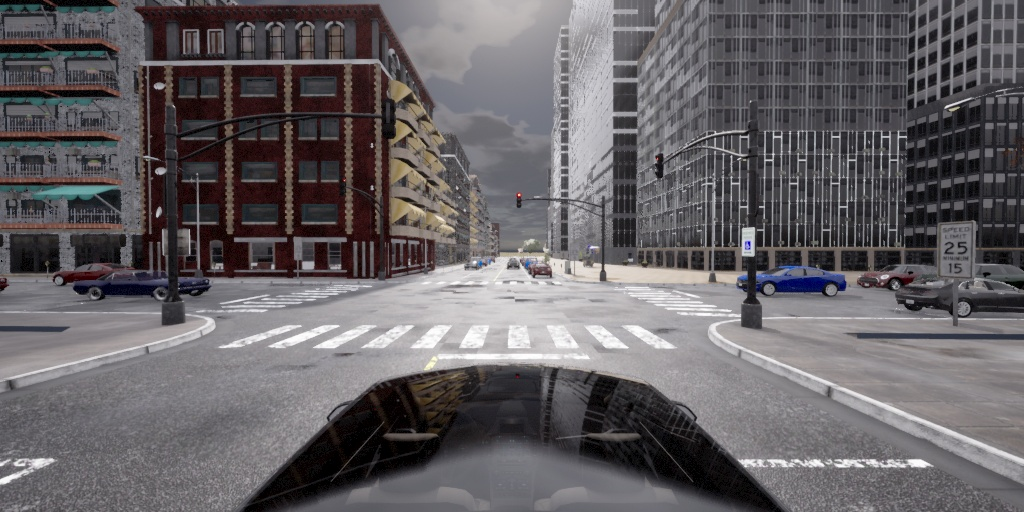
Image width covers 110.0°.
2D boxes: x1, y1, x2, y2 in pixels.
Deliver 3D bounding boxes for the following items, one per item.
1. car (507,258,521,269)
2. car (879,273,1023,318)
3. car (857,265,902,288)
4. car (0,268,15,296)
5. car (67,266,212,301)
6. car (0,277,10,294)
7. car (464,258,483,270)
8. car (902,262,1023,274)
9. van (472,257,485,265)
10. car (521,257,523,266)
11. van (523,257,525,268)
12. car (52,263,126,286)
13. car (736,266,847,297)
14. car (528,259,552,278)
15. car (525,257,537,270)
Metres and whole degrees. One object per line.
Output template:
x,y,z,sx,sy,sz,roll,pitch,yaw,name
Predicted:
0.229,1.293,56.211,1.895,1.301,4.718,0,0,0,car
16.742,1.445,13.091,4.403,1.370,2.007,0,0,1,car
23.421,1.229,21.622,4.097,1.591,1.967,0,0,1,car
-26.520,1.254,16.496,4.718,1.301,1.895,0,1,1,car
-16.640,1.298,16.335,4.718,1.301,1.895,0,1,1,car
-22.595,1.258,13.725,4.507,1.381,1.888,0,0,1,car
-5.575,1.267,50.355,1.948,1.339,4.313,0,0,0,car
24.147,1.188,18.876,4.553,1.767,2.097,0,1,1,car
-5.562,1.033,56.001,1.690,1.789,3.998,0,0,0,van
2.786,1.237,56.015,1.888,1.381,4.507,0,0,0,car
2.773,1.042,50.369,1.690,1.789,3.998,0,0,0,van
-25.808,1.108,22.389,4.507,1.381,1.888,0,0,1,car
14.687,1.269,19.036,5.008,1.535,1.882,0,1,2,car
2.732,1.270,33.431,1.888,1.381,4.507,0,0,0,car
2.746,1.157,39.077,1.967,1.591,4.097,0,0,0,car
